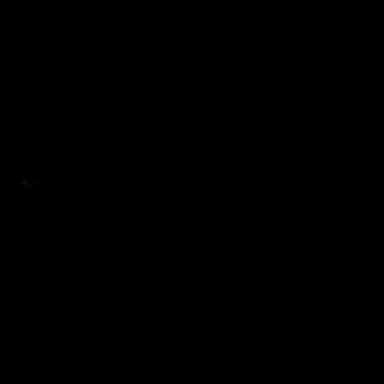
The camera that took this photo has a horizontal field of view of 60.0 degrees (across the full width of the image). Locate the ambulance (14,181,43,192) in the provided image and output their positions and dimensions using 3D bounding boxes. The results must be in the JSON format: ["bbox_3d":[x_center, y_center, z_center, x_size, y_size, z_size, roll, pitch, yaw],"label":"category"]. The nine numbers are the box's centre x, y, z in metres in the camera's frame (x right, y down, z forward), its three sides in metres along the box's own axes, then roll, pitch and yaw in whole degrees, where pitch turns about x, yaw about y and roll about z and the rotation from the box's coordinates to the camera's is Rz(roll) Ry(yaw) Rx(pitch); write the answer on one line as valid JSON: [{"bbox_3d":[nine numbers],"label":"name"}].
[{"bbox_3d":[-36.493,-1.244,74.025,2.351,2.431,6.366,0,0,35],"label":"ambulance"}]
